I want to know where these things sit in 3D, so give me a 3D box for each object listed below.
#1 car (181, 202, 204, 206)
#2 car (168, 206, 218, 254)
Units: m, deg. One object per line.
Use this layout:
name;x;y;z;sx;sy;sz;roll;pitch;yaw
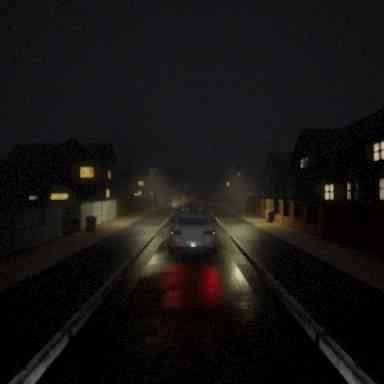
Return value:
car;0.053;1.539;28.474;1.812;1.442;4.674;0;0;0
car;0.053;1.534;13.516;1.812;1.442;4.674;0;0;0
